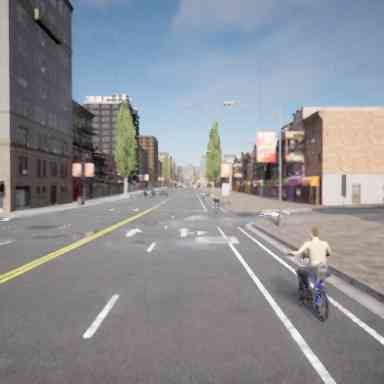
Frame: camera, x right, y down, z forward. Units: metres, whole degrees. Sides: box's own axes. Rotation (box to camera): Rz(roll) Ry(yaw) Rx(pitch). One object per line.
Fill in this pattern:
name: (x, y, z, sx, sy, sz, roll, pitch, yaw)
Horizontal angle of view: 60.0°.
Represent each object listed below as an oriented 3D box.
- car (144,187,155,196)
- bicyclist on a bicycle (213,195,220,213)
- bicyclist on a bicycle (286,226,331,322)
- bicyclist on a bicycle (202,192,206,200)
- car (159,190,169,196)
car: (-9.750, -0.110, 76.930, 2.150, 2.045, 5.566, 0, 1, 0)
bicyclist on a bicycle: (2.235, 1.109, 30.278, 0.659, 1.776, 1.843, -1, 1, 0)
bicyclist on a bicycle: (2.249, 1.426, 6.227, 0.866, 1.612, 1.509, 0, 0, 0)
bicyclist on a bicycle: (2.291, 0.810, 63.159, 0.866, 1.612, 1.509, 0, 1, -1)
car: (-6.500, 0.216, 76.968, 1.994, 1.385, 4.181, 0, 1, 0)
